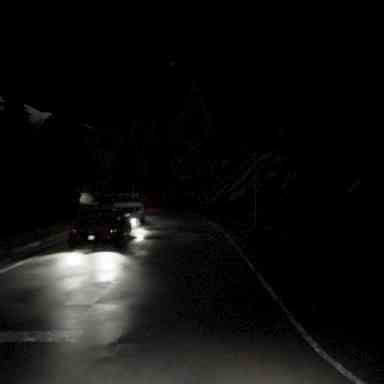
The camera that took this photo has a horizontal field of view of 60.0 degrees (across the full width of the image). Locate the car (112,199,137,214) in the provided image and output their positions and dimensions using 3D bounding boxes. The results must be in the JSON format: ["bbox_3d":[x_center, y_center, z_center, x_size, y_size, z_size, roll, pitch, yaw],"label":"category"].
[{"bbox_3d":[-6.903,1.405,33.523,1.895,1.301,4.718,0,0,-19],"label":"car"}]

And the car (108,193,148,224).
[{"bbox_3d":[-4.529,1.082,23.881,2.150,2.045,5.566,0,0,-10],"label":"car"}]

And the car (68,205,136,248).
[{"bbox_3d":[-3.775,1.480,14.257,1.994,1.385,4.181,0,0,-2],"label":"car"}]

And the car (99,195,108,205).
[{"bbox_3d":[-12.379,1.194,50.980,4.902,1.511,2.128,0,0,42],"label":"car"}]

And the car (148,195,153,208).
[{"bbox_3d":[-6.627,1.103,42.676,2.097,1.767,4.553,0,0,-27],"label":"car"}]
